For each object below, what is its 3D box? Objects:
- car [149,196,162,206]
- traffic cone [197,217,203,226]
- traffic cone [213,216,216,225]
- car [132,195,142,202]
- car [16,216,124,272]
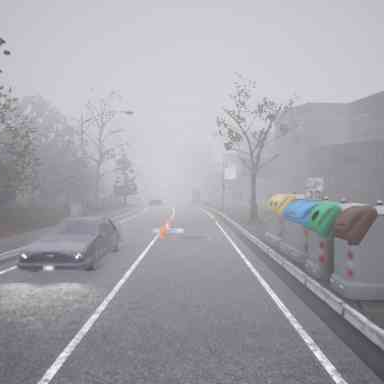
[{"bbox_3d":[-5.881,1.422,53.525,1.882,1.535,5.008,-1,0,-11],"label":"car"},{"bbox_3d":[0.527,1.913,21.955,0.340,0.580,0.340,0,0,0],"label":"traffic cone"},{"bbox_3d":[1.494,1.913,22.085,0.340,0.580,0.340,0,0,6],"label":"traffic cone"},{"bbox_3d":[-13.339,1.543,80.343,1.837,1.490,4.892,-2,0,-21],"label":"car"},{"bbox_3d":[-3.591,1.526,11.005,2.033,1.411,5.357,0,0,0],"label":"car"}]
